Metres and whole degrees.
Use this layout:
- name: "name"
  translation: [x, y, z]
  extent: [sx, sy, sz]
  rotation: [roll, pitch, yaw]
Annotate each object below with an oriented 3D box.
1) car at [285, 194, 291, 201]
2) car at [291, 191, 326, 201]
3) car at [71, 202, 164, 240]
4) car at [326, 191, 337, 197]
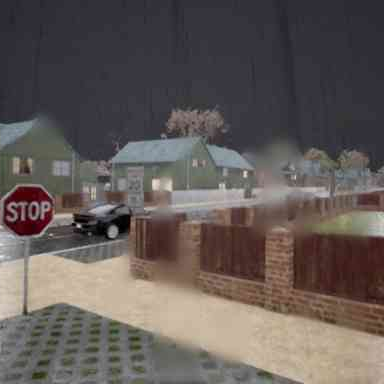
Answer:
- name: "car"
  translation: [14.765, 0.578, 46.311]
  extent: [2.033, 1.411, 5.357]
  rotation: [2, 2, 35]
- name: "car"
  translation: [14.402, 0.757, 40.948]
  extent: [2.033, 1.411, 5.357]
  rotation: [2, 2, 36]
- name: "car"
  translation: [-3.326, 1.231, 15.991]
  extent: [1.882, 1.535, 5.008]
  rotation: [2, 2, 35]
- name: "car"
  translation: [19.900, 0.560, 48.807]
  extent: [1.812, 1.442, 4.674]
  rotation: [2, 2, 35]
